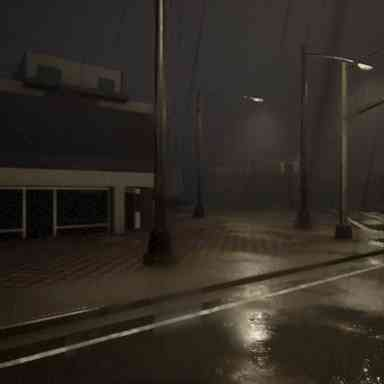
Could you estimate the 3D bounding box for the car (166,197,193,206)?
[{"bbox_3d":[-1.802,1.324,48.703,1.895,1.301,4.718,0,1,-36],"label":"car"}]
